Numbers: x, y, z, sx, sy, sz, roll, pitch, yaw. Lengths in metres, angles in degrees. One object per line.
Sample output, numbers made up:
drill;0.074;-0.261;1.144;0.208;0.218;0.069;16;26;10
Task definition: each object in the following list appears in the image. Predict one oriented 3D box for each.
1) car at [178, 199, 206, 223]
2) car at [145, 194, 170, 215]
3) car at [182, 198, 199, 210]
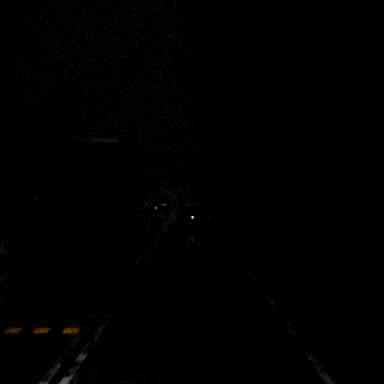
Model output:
car;0.023;1.503;25.646;1.837;1.490;4.892;0;0;0
car;-3.479;1.207;34.714;2.150;2.045;5.566;0;0;0
car;-0.236;1.531;42.833;1.994;1.385;4.181;0;0;-1
